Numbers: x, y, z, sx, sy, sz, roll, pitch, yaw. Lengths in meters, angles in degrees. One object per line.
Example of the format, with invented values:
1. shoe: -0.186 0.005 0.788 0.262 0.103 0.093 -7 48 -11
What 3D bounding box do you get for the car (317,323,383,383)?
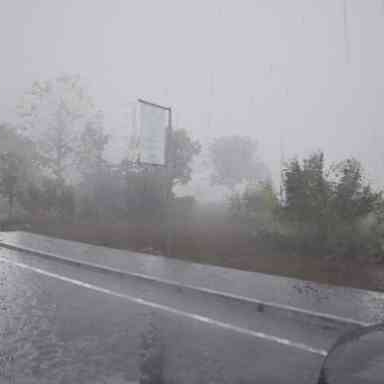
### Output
1. car: 3.242 1.515 1.787 4.892 1.490 1.837 0 0 35
